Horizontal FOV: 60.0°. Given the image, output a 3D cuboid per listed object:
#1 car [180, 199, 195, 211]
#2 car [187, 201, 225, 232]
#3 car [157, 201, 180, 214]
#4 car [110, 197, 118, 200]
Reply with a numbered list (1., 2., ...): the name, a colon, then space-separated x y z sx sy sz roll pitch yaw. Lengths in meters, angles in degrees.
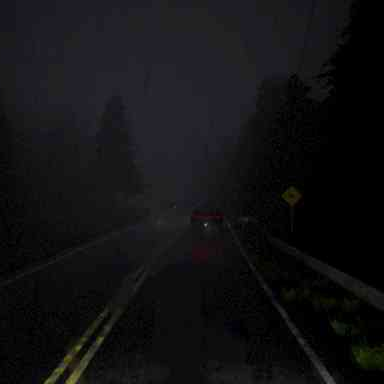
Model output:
1. car: -0.580 1.611 41.867 1.837 1.490 4.892 2 0 -13
2. car: 0.917 1.541 20.328 1.837 1.490 4.892 0 0 3
3. car: -2.692 1.651 35.489 1.895 1.301 4.718 1 0 -8
4. car: -17.724 1.968 74.250 2.097 1.767 4.553 1 -5 -12
